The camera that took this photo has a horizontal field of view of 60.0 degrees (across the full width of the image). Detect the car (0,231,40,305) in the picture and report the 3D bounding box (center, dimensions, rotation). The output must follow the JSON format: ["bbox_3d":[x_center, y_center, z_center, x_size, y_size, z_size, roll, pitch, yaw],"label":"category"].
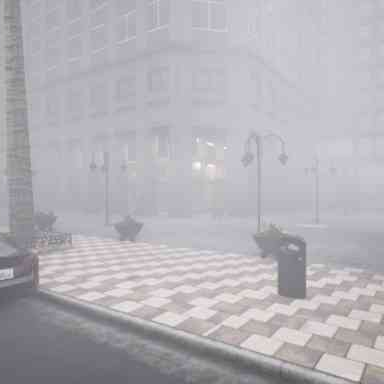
[{"bbox_3d":[-5.267,1.513,7.213,4.786,1.482,2.161,0,0,35],"label":"car"}]
